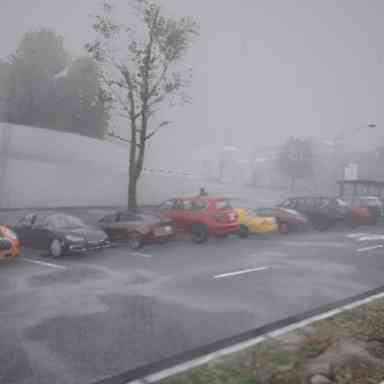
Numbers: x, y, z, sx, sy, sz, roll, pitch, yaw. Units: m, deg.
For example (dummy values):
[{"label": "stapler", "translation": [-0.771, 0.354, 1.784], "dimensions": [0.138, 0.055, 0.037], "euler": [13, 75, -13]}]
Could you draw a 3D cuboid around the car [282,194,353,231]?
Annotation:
[{"label": "car", "translation": [6.940, 1.309, 21.473], "dimensions": [5.566, 2.045, 2.435], "euler": [-1, -1, 35]}]

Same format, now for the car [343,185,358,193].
[{"label": "car", "translation": [27.599, -0.287, 57.569], "dimensions": [2.435, 2.045, 5.566], "euler": [7, 3, 35]}]

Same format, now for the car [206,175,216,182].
[{"label": "car", "translation": [6.797, -3.555, 87.073], "dimensions": [2.435, 2.045, 5.566], "euler": [7, 3, 34]}]

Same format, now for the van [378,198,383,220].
[{"label": "van", "translation": [11.992, 1.357, 24.848], "dimensions": [4.442, 1.987, 1.878], "euler": [-1, -1, 35]}]

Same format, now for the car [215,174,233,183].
[{"label": "car", "translation": [8.647, -3.032, 84.813], "dimensions": [1.946, 1.575, 5.366], "euler": [7, 3, 34]}]

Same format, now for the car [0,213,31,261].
[{"label": "car", "translation": [-7.743, 1.369, 11.041], "dimensions": [4.553, 1.767, 2.185], "euler": [-1, -1, 34]}]

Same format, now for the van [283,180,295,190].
[{"label": "van", "translation": [20.629, -1.351, 67.317], "dimensions": [1.878, 1.987, 4.442], "euler": [7, 3, 35]}]

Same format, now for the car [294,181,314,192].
[{"label": "car", "translation": [22.388, -0.852, 64.955], "dimensions": [2.231, 1.521, 4.892], "euler": [7, 3, 35]}]

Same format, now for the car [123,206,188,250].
[{"label": "car", "translation": [-2.858, 1.542, 14.513], "dimensions": [4.792, 1.488, 2.163], "euler": [-1, -1, 35]}]

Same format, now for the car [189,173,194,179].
[{"label": "car", "translation": [1.501, -4.217, 94.357], "dimensions": [2.435, 2.045, 5.566], "euler": [1, -1, 34]}]

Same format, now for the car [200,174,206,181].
[{"label": "car", "translation": [5.002, -3.706, 89.539], "dimensions": [2.185, 1.767, 4.553], "euler": [6, 3, 34]}]

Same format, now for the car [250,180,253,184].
[{"label": "car", "translation": [15.494, -1.902, 74.840], "dimensions": [2.002, 1.452, 4.674], "euler": [7, 3, 35]}]

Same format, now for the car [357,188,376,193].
[{"label": "car", "translation": [29.289, 0.274, 55.096], "dimensions": [2.002, 1.452, 4.674], "euler": [7, 3, 35]}]

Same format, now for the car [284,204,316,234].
[{"label": "car", "translation": [4.513, 1.588, 19.715], "dimensions": [4.674, 1.452, 2.002], "euler": [-1, -1, 35]}]

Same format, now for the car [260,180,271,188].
[{"label": "car", "translation": [17.325, -1.670, 72.520], "dimensions": [1.946, 1.575, 5.366], "euler": [7, 3, 35]}]

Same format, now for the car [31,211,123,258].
[{"label": "car", "translation": [-5.277, 1.504, 12.767], "dimensions": [4.892, 1.521, 2.231], "euler": [-1, -1, 35]}]

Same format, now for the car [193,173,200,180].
[{"label": "car", "translation": [3.273, -3.941, 92.009], "dimensions": [2.185, 1.767, 4.553], "euler": [4, 1, 33]}]

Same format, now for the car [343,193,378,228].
[{"label": "car", "translation": [9.453, 1.321, 23.178], "dimensions": [5.566, 2.045, 2.435], "euler": [-1, -1, 35]}]

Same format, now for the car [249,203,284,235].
[{"label": "car", "translation": [1.907, 1.535, 18.087], "dimensions": [5.366, 1.575, 1.946], "euler": [-1, -1, 35]}]

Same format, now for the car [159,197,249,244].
[{"label": "car", "translation": [-0.412, 1.273, 16.259], "dimensions": [5.566, 2.045, 2.435], "euler": [-1, -1, 35]}]

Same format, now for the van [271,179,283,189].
[{"label": "van", "translation": [18.900, -1.623, 69.789], "dimensions": [1.878, 1.987, 4.442], "euler": [7, 3, 35]}]

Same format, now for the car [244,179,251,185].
[{"label": "car", "translation": [13.752, -2.175, 77.303], "dimensions": [2.002, 1.452, 4.674], "euler": [7, 3, 35]}]
